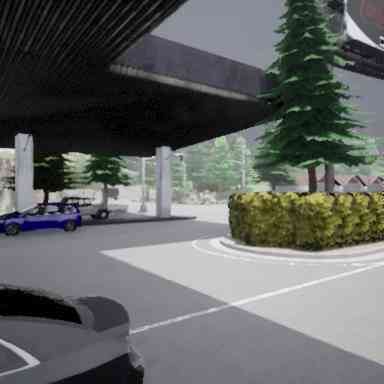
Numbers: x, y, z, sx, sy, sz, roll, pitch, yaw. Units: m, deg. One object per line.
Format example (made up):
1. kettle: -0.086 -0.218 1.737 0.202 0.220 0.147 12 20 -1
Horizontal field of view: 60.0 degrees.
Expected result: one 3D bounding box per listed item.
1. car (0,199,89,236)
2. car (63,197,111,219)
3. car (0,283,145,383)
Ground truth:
1. car: -8.657 1.468 18.861 4.611 1.667 2.242 0 0 -36
2. car: -8.470 1.288 25.991 3.866 1.878 1.905 0 0 -36
3. car: -2.689 1.508 2.062 4.892 1.490 1.837 0 0 -36
